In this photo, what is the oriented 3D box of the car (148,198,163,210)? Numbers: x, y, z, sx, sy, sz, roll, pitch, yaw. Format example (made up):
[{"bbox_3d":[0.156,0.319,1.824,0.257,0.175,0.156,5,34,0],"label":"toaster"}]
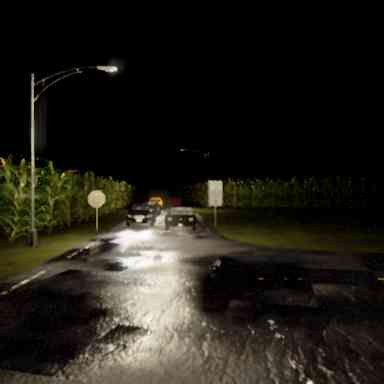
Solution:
[{"bbox_3d":[-4.806,1.552,44.310,1.882,1.535,5.008,0,0,-5],"label":"car"}]

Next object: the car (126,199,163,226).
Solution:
[{"bbox_3d":[-3.455,1.526,23.505,2.128,1.511,4.902,0,0,-3],"label":"car"}]

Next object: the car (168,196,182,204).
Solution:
[{"bbox_3d":[-2.786,1.446,53.890,2.097,1.767,4.553,0,0,-6],"label":"car"}]

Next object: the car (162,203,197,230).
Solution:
[{"bbox_3d":[-0.641,1.629,21.439,1.895,1.301,4.718,0,0,0],"label":"car"}]

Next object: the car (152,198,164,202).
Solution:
[{"bbox_3d":[-4.024,1.599,33.891,2.033,1.411,5.357,0,0,-4],"label":"car"}]
